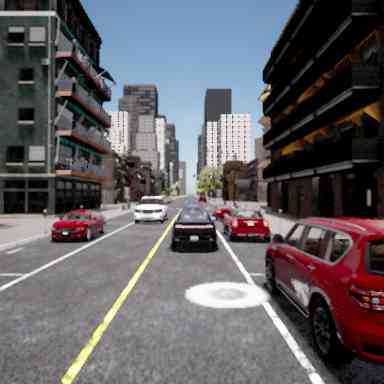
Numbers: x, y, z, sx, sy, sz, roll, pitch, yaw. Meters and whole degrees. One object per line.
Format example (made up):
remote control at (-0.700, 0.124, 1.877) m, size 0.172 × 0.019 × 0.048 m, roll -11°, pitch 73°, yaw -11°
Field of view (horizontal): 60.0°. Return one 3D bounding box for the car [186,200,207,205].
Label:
car at (0.084, 1.710, 30.711) m, size 1.994 × 1.385 × 4.181 m, roll 0°, pitch 0°, yaw 0°

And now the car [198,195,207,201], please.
car at (2.656, 1.768, 83.260) m, size 2.192 × 1.841 × 5.009 m, roll 0°, pitch 0°, yaw 0°

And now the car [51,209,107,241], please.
car at (-5.694, 1.623, 17.173) m, size 1.887 × 1.381 × 4.507 m, roll 0°, pitch 0°, yaw 0°

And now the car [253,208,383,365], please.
car at (2.692, 1.340, 5.850) m, size 2.192 × 1.841 × 5.009 m, roll 0°, pitch 0°, yaw 0°

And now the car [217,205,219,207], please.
car at (2.681, 1.717, 28.507) m, size 1.802 × 1.307 × 4.206 m, roll 0°, pitch 0°, yaw 0°

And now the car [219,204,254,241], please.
car at (2.686, 1.518, 17.177) m, size 1.967 × 1.590 × 4.097 m, roll 0°, pitch 0°, yaw 0°

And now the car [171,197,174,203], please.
car at (-5.810, 1.962, 77.733) m, size 1.887 × 1.381 × 4.507 m, roll 0°, pitch 0°, yaw 0°

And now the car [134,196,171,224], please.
car at (-3.108, 1.343, 26.071) m, size 2.150 × 2.045 × 5.566 m, roll 0°, pitch 0°, yaw 0°

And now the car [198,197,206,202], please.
car at (2.653, 2.055, 88.784) m, size 1.947 × 1.339 × 4.313 m, roll 0°, pitch 0°, yaw 0°

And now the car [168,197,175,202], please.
car at (-5.729, 2.050, 94.135) m, size 1.752 × 1.417 × 4.829 m, roll 0°, pitch 0°, yaw 0°

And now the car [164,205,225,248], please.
car at (0.089, 1.558, 15.054) m, size 2.128 × 1.511 × 4.902 m, roll 0°, pitch 0°, yaw 0°
